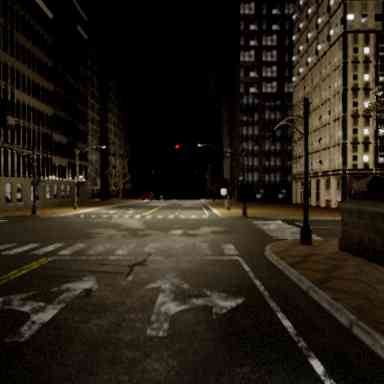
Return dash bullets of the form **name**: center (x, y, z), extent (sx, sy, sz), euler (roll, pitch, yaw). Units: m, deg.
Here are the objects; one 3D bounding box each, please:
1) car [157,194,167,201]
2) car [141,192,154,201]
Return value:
- **car**: center (-6.500, 1.261, 73.164), extent (2.128, 1.511, 4.902), euler (0, 0, 0)
- **car**: center (-9.750, 0.961, 73.135), extent (2.150, 2.045, 5.566), euler (0, 0, 0)
